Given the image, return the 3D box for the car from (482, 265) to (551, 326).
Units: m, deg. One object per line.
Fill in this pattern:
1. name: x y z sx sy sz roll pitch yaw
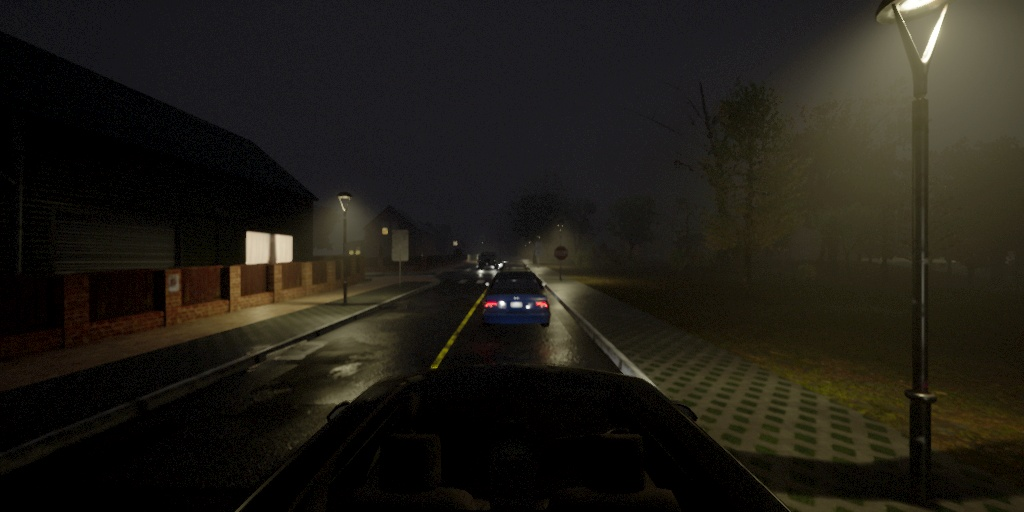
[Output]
1. car: 0.114 1.174 11.040 2.033 1.411 5.357 0 1 0

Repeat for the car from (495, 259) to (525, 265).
1. car: 0.137 1.078 23.058 1.895 1.301 4.718 0 1 0

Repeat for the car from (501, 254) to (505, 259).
1. car: -2.634 0.542 61.610 2.128 1.511 4.902 0 1 1

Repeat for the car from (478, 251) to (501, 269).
1. car: -2.743 0.474 42.353 2.150 2.045 5.566 0 1 0
